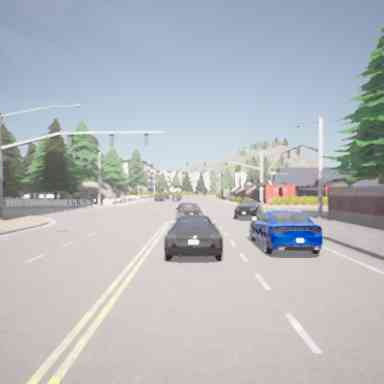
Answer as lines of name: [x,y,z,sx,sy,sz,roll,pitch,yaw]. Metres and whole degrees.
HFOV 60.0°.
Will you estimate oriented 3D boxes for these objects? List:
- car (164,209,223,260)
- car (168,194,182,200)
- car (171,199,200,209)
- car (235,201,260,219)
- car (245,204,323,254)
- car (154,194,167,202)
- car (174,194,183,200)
car: [0.066,1.533,12.362,1.994,1.385,4.181,0,0,0]
car: [-3.487,1.355,71.422,2.128,1.511,4.902,0,0,0]
car: [-0.310,1.482,25.096,2.033,1.411,5.357,0,0,-5]
car: [4.905,1.455,27.940,1.812,1.442,4.674,0,0,22]
car: [3.570,1.446,13.405,1.882,1.535,5.008,0,0,0]
car: [-6.987,1.330,71.425,1.837,1.490,4.892,0,0,0]
car: [-3.484,1.317,87.159,2.033,1.411,5.357,0,0,0]
